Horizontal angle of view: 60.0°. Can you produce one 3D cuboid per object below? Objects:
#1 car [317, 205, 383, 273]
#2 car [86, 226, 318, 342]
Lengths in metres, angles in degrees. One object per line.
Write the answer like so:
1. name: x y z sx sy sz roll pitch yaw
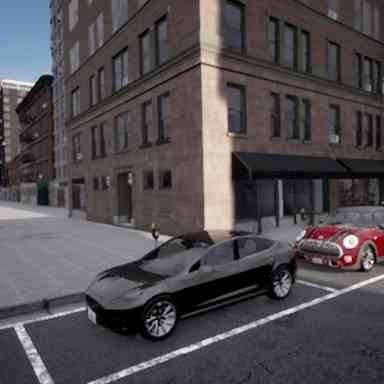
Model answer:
1. car: 4.817 1.177 9.702 4.097 1.590 1.967 -2 1 -36
2. car: 0.222 1.463 6.369 4.313 1.339 1.947 -2 1 -36
